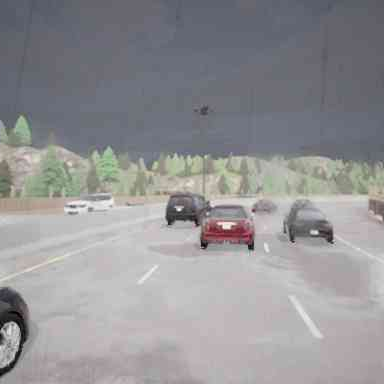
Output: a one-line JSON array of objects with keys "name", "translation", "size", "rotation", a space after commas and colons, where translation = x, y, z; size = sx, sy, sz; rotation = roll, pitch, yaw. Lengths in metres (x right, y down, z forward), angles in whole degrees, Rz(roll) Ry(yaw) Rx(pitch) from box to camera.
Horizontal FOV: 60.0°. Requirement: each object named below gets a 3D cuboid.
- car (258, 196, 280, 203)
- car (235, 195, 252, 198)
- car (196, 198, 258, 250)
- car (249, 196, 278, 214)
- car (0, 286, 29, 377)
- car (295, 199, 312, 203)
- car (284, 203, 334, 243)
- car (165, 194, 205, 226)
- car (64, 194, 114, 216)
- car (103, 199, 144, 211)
[{"name": "car", "translation": [15.059, 1.443, 65.020], "size": [2.033, 1.411, 5.357], "rotation": [0, 0, 41]}, {"name": "car", "translation": [10.901, 1.478, 65.608], "size": [1.994, 1.385, 4.181], "rotation": [0, 0, 40]}, {"name": "car", "translation": [1.662, 1.318, 14.498], "size": [2.097, 1.767, 4.553], "rotation": [0, 0, 10]}, {"name": "car", "translation": [7.461, 1.471, 33.870], "size": [2.033, 1.411, 5.357], "rotation": [0, 0, 23]}, {"name": "car", "translation": [-3.202, 1.490, 2.638], "size": [1.837, 1.490, 4.892], "rotation": [0, 0, 2]}, {"name": "car", "translation": [11.513, 1.462, 34.338], "size": [2.033, 1.411, 5.357], "rotation": [0, 0, 25]}, {"name": "car", "translation": [5.466, 1.491, 15.905], "size": [1.812, 1.442, 4.674], "rotation": [0, 0, 11]}, {"name": "car", "translation": [-0.094, 1.170, 22.801], "size": [2.150, 2.045, 5.566], "rotation": [0, 0, 15]}, {"name": "car", "translation": [-9.053, 1.163, 30.096], "size": [2.150, 2.045, 5.566], "rotation": [0, 0, 18]}, {"name": "car", "translation": [-5.565, 1.542, 29.494], "size": [1.895, 1.301, 4.718], "rotation": [0, 0, 18]}]
